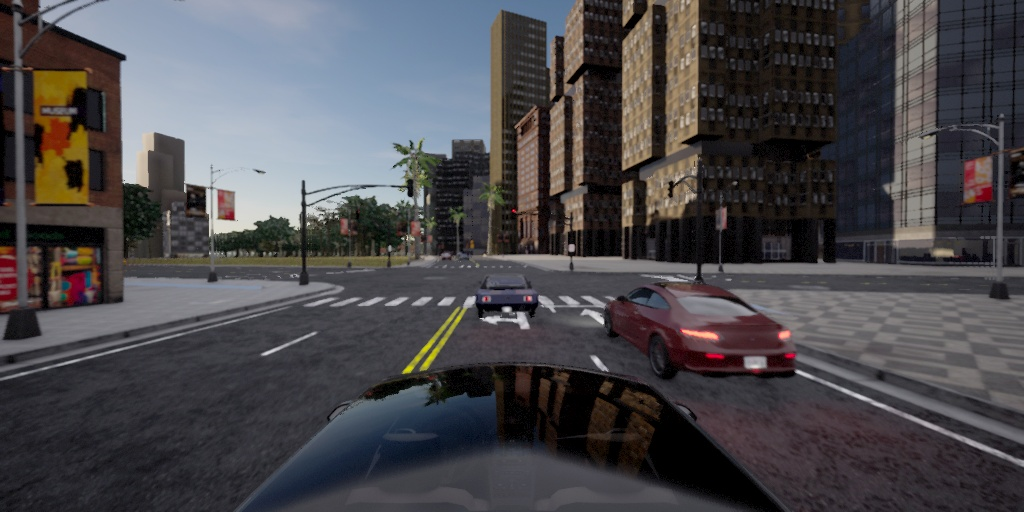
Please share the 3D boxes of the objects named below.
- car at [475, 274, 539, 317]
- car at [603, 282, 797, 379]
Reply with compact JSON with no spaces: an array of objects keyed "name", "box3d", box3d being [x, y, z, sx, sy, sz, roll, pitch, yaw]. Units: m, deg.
[{"name":"car","box3d":[-0.242,1.263,12.689,1.895,1.301,4.718,0,0,-3]},{"name":"car","box3d":[3.204,1.231,7.075,1.812,1.442,4.674,0,0,-1]}]
